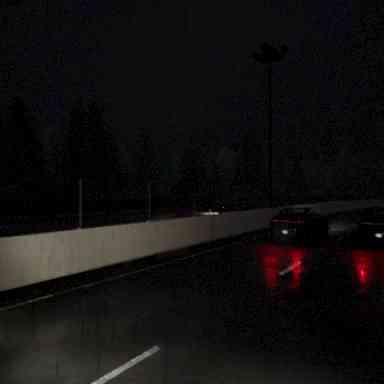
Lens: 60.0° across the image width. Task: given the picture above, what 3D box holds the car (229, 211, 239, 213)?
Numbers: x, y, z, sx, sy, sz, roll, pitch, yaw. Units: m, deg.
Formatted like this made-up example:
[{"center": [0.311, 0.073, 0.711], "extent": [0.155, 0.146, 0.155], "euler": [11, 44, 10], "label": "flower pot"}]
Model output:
[{"center": [4.933, 1.647, 34.718], "extent": [1.895, 1.301, 4.718], "euler": [0, 0, 35], "label": "car"}]

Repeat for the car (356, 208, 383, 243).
[{"center": [8.844, 1.508, 15.304], "extent": [2.128, 1.511, 4.902], "euler": [0, 0, 34], "label": "car"}]

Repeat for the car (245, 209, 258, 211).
[{"center": [7.083, 1.545, 31.675], "extent": [1.837, 1.490, 4.892], "euler": [0, 0, 35], "label": "car"}]

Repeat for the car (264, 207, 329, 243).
[{"center": [5.416, 1.512, 16.485], "extent": [2.128, 1.511, 4.902], "euler": [0, 0, 34], "label": "car"}]
